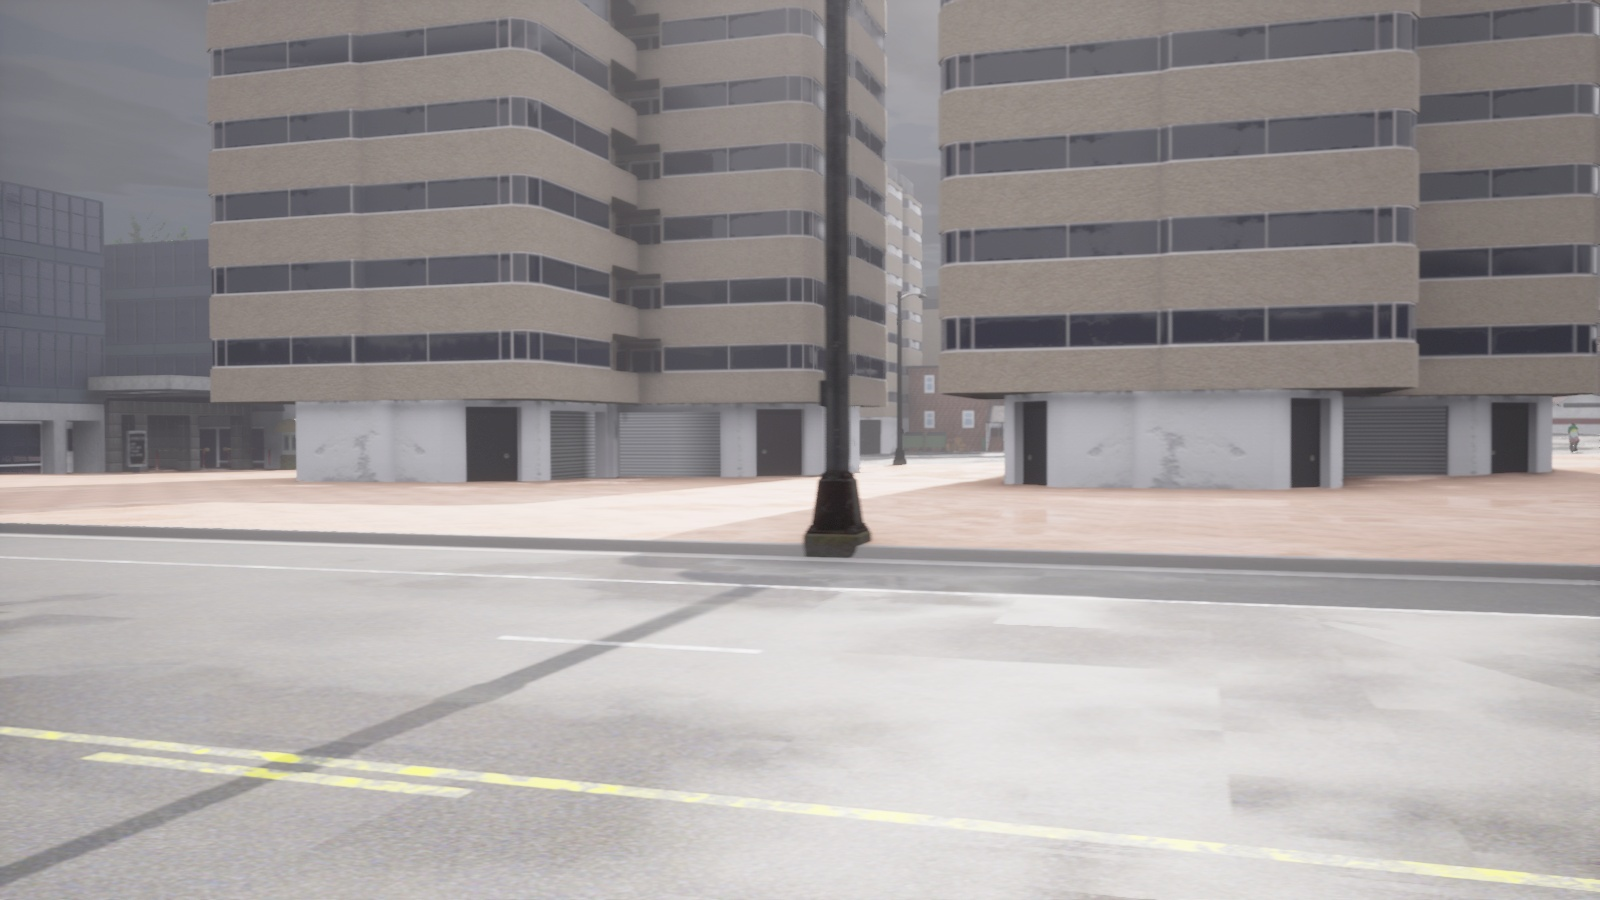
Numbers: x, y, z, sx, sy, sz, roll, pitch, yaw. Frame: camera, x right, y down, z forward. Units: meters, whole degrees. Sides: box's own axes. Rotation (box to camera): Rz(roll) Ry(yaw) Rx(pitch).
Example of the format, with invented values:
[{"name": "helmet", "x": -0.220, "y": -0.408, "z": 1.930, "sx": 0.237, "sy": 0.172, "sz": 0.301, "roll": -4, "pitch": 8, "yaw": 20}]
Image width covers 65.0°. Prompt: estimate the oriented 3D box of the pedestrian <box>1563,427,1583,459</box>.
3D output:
[{"name": "pedestrian", "x": 46.745, "y": -0.443, "z": 75.971, "sx": 0.659, "sy": 1.952, "sz": 0.873, "roll": 0, "pitch": 1, "yaw": 1}]
